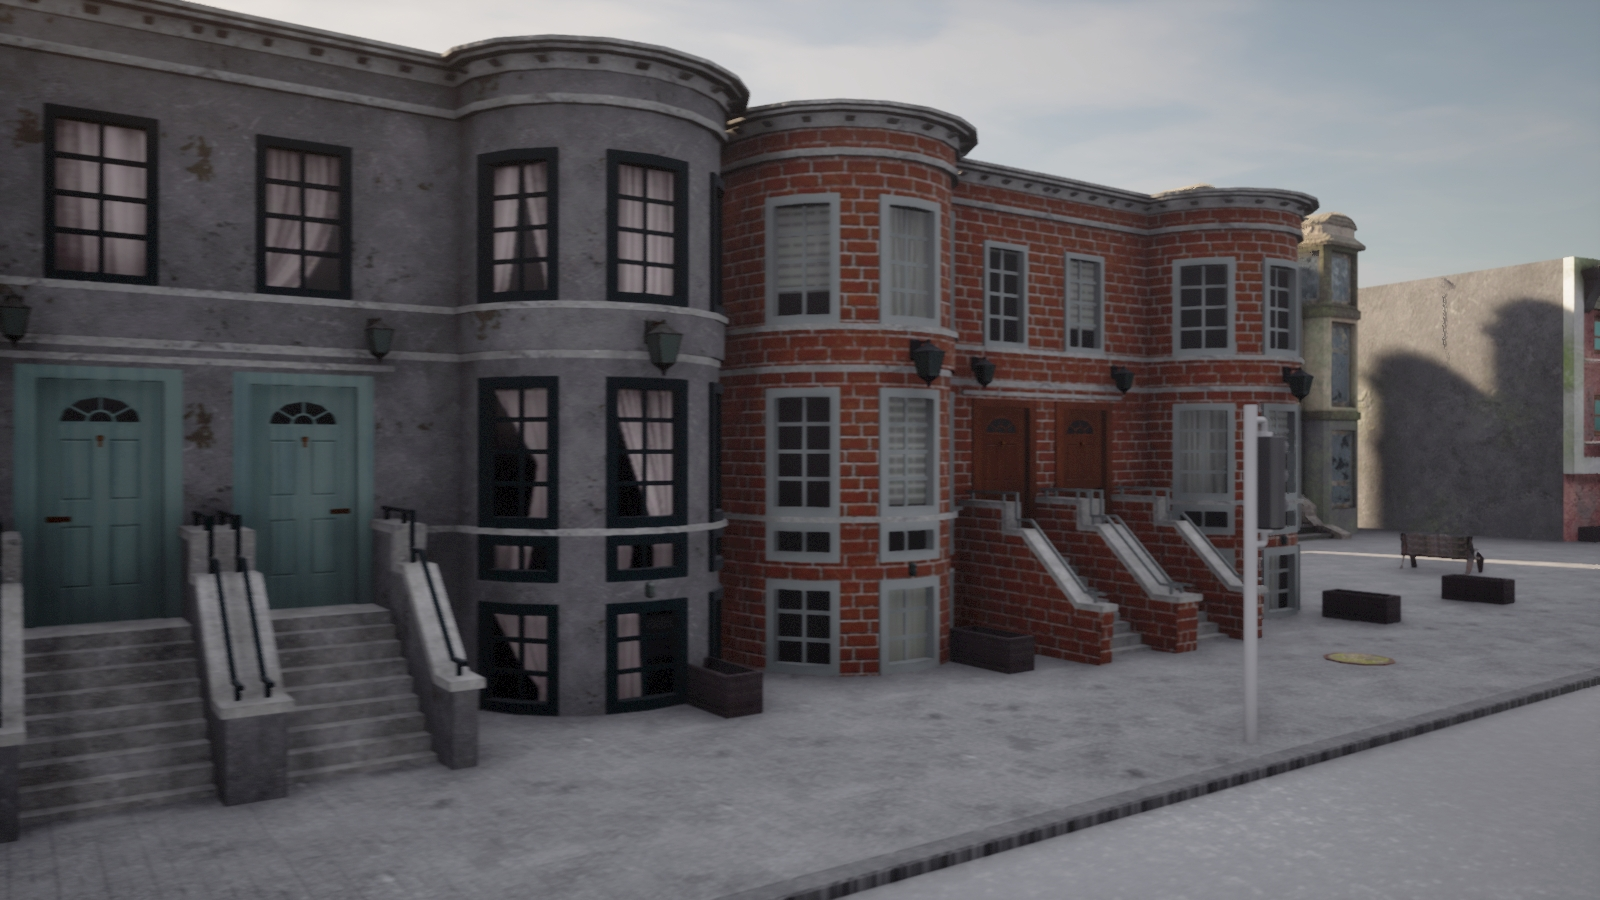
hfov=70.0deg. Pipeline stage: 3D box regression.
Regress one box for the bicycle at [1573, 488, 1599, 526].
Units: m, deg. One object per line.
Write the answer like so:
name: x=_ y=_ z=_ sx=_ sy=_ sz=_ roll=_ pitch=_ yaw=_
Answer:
bicycle: x=27.526 y=1.953 z=39.057 sx=0.329 sy=1.271 sz=1.835 roll=0 pitch=0 yaw=-35
